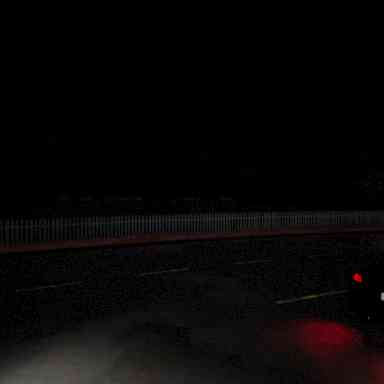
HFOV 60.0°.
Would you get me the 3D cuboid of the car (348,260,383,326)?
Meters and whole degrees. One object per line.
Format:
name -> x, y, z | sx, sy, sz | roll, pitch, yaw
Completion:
car -> 4.804, 1.564, 5.766 | 4.181, 1.385, 1.994 | 0, 0, -24
